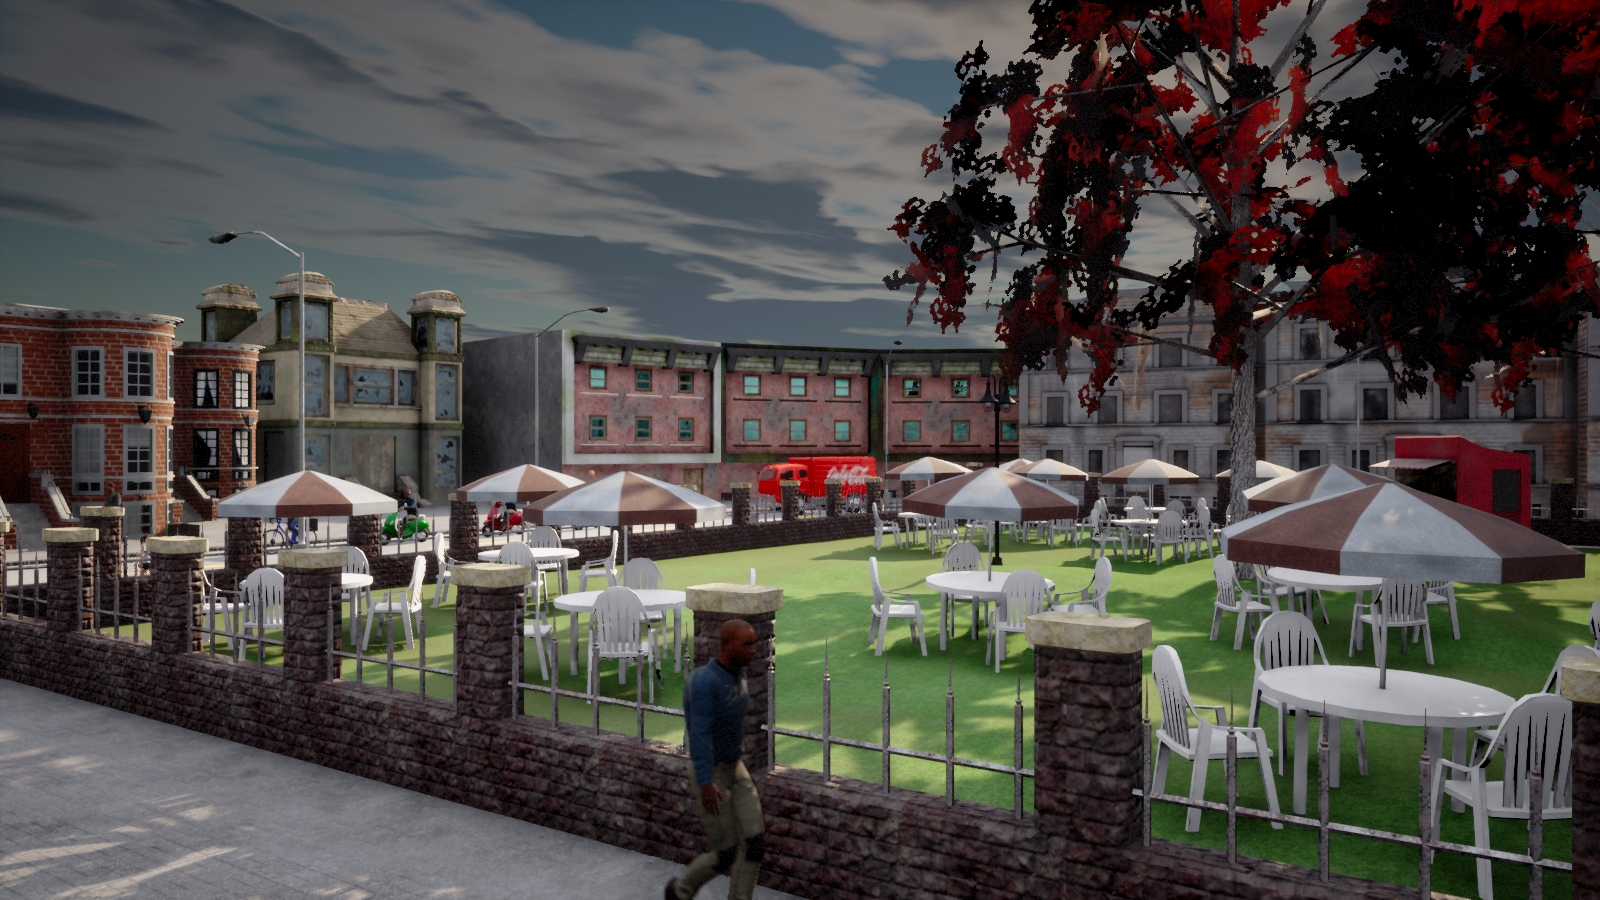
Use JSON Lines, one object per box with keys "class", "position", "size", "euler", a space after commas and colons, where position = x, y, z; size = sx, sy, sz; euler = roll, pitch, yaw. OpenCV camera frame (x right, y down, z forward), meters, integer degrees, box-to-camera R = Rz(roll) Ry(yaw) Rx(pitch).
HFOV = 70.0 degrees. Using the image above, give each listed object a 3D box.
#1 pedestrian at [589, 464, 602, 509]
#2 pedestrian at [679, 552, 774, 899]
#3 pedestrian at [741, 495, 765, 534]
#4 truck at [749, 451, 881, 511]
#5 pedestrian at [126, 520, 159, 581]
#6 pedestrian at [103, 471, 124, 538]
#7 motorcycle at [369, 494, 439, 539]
{"class": "pedestrian", "position": [-8.491, 1.512, 47.491], "size": [0.375, 1.860, 0.375], "euler": [0, 0, -41]}
{"class": "pedestrian", "position": [-0.407, 1.523, 6.347], "size": [0.375, 1.860, 0.375], "euler": [0, 0, 34]}
{"class": "pedestrian", "position": [-1.382, 1.895, 33.489], "size": [0.500, 1.100, 0.500], "euler": [0, 0, 34]}
{"class": "truck", "position": [0.677, 1.330, 50.408], "size": [5.204, 2.467, 2.627], "euler": [-1, 0, -33]}
{"class": "pedestrian", "position": [-12.436, 1.887, 21.609], "size": [0.500, 1.100, 0.500], "euler": [0, 0, -34]}
{"class": "pedestrian", "position": [-19.183, 1.512, 31.927], "size": [0.375, 1.860, 0.375], "euler": [0, 0, 36]}
{"class": "motorcycle", "position": [-11.759, 1.950, 33.969], "size": [0.856, 1.236, 1.805], "euler": [0, 0, 35]}
